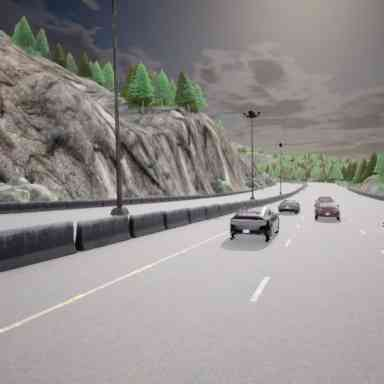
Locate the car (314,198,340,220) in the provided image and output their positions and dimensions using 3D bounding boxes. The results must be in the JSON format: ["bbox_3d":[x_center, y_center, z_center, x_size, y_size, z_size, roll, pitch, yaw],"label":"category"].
[{"bbox_3d":[11.045,1.475,27.254,1.812,1.442,4.674,0,0,21],"label":"car"}]

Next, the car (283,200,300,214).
[{"bbox_3d":[10.312,1.497,35.116,1.994,1.385,4.181,0,0,22],"label":"car"}]

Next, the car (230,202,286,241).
[{"bbox_3d":[3.221,1.459,16.583,2.128,1.511,4.902,0,0,21],"label":"car"}]
